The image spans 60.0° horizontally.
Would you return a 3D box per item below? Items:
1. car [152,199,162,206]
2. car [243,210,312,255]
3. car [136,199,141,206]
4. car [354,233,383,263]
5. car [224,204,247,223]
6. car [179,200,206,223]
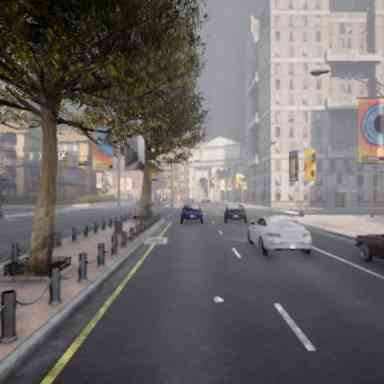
[{"bbox_3d":[-8.009,2.358,75.800,2.128,1.511,4.902,0,-1,0],"label":"car"},{"bbox_3d":[3.521,1.680,13.884,1.812,1.442,4.674,0,0,0],"label":"car"},{"bbox_3d":[-11.509,2.357,75.780,1.812,1.442,4.674,0,-1,0],"label":"car"},{"bbox_3d":[6.749,1.705,9.809,1.895,1.301,4.718,0,-1,0],"label":"car"},{"bbox_3d":[3.835,1.799,29.187,1.882,1.535,5.008,0,0,7],"label":"car"},{"bbox_3d":[-0.090,1.800,29.225,1.882,1.535,5.008,0,0,-2],"label":"car"}]
